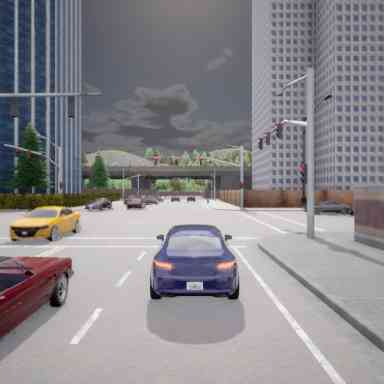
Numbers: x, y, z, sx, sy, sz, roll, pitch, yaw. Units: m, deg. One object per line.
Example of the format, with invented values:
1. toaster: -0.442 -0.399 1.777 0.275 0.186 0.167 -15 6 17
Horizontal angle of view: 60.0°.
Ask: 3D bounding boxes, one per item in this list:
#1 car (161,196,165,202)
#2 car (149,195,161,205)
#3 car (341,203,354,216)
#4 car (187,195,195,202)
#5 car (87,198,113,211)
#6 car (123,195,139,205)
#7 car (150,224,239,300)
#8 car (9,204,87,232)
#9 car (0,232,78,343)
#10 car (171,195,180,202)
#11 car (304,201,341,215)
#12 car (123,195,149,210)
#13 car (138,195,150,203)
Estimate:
1. car: -7.160 1.581 73.706 1.895 1.301 4.718 0 0 0
2. car: -7.204 1.351 58.499 2.097 1.767 4.553 0 0 0
3. car: 16.223 1.564 30.001 4.181 1.385 1.994 0 0 0
4. car: -0.162 1.477 74.568 1.837 1.490 4.892 0 0 0
5. car: -11.137 1.492 40.149 2.128 1.511 4.902 0 0 7
6. car: -10.705 1.352 58.761 2.097 1.767 4.553 0 0 0
7. car: 0.060 1.526 8.292 1.812 1.442 4.674 0 0 0
8. car: -7.136 1.477 16.662 1.882 1.535 5.008 0 0 0
9. car: -3.450 1.601 5.023 1.895 1.301 4.718 0 0 0
10. car: -3.662 1.501 74.560 1.812 1.442 4.674 0 0 0
11. car: 13.557 1.564 33.508 4.181 1.385 1.994 0 0 0
12. car: -7.192 1.477 43.059 1.882 1.535 5.008 0 0 0
13. car: -10.661 1.509 74.112 2.128 1.511 4.902 0 0 0
